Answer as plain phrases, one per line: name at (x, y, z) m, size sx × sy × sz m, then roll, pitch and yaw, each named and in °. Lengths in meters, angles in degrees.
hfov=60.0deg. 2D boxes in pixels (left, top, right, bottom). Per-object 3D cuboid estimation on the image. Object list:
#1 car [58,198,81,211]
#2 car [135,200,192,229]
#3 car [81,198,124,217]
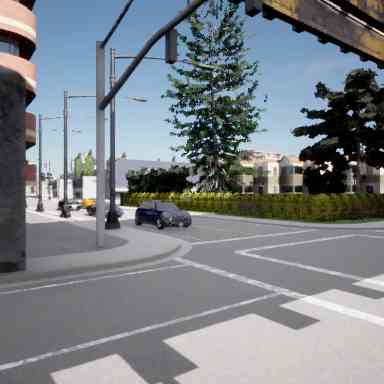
car at (-14.734, 1.492, 39.886) m, size 2.128 × 1.511 × 4.902 m, roll 0°, pitch 0°, yaw -35°
car at (-1.949, 1.352, 21.692) m, size 2.097 × 1.767 × 4.553 m, roll 0°, pitch 0°, yaw -35°
car at (-8.052, 1.547, 30.356) m, size 2.033 × 1.411 × 5.357 m, roll 0°, pitch 0°, yaw -35°
